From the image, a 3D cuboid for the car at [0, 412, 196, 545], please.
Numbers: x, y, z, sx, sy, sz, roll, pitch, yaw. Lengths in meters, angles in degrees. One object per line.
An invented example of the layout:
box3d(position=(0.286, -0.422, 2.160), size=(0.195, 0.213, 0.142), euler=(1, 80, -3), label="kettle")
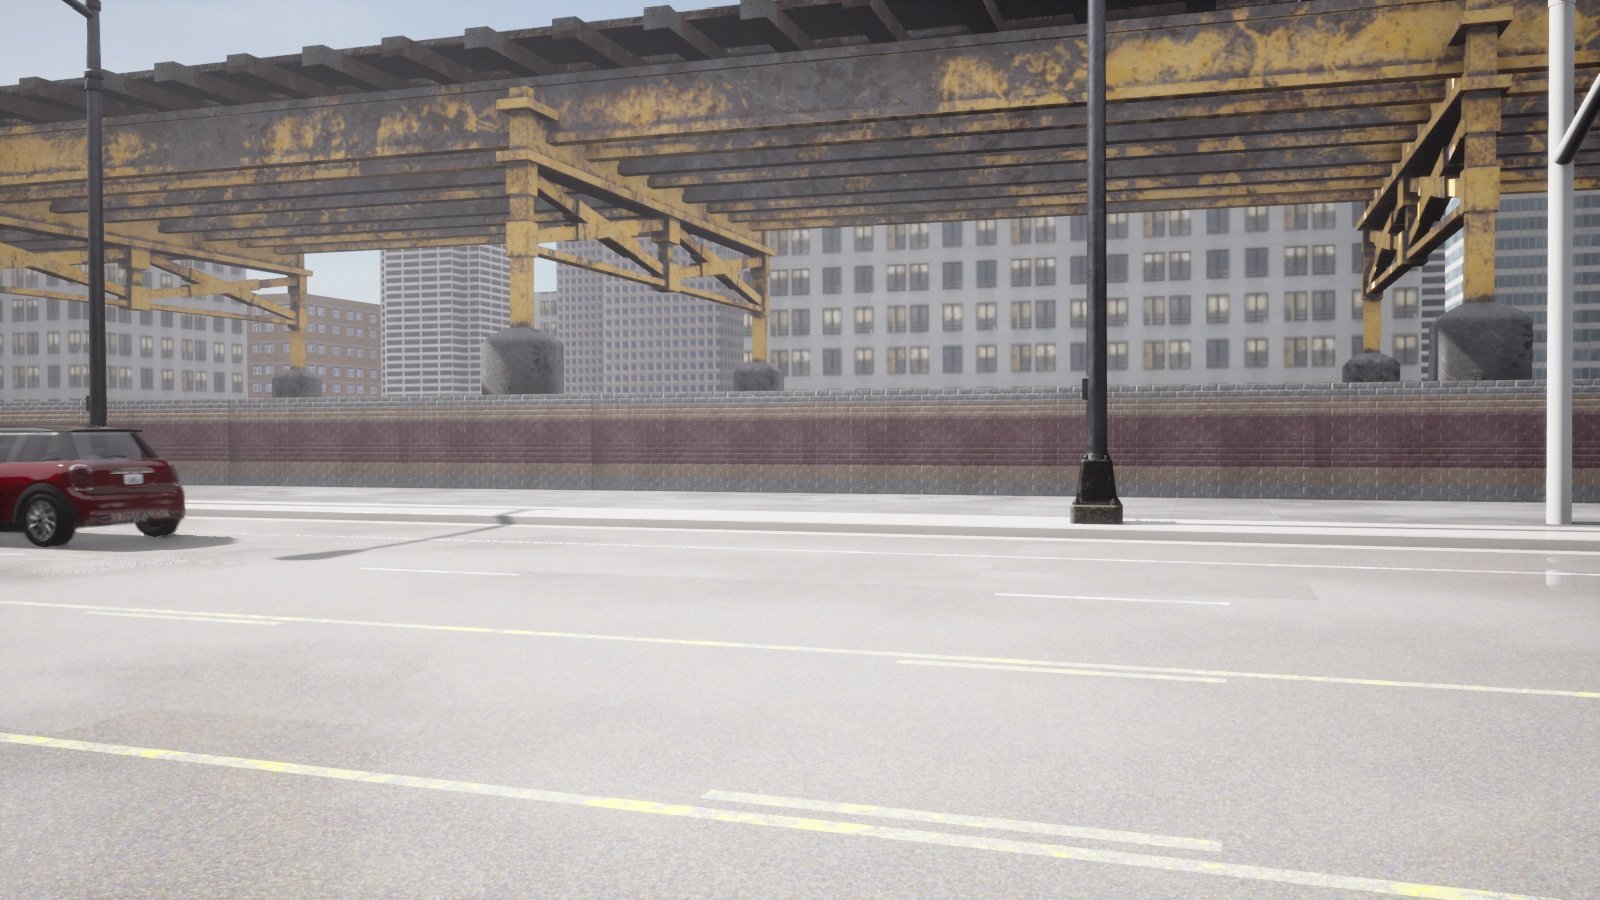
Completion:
box3d(position=(-11.498, 0.346, 18.499), size=(4.553, 1.767, 2.097), euler=(1, 1, 20), label="car")
